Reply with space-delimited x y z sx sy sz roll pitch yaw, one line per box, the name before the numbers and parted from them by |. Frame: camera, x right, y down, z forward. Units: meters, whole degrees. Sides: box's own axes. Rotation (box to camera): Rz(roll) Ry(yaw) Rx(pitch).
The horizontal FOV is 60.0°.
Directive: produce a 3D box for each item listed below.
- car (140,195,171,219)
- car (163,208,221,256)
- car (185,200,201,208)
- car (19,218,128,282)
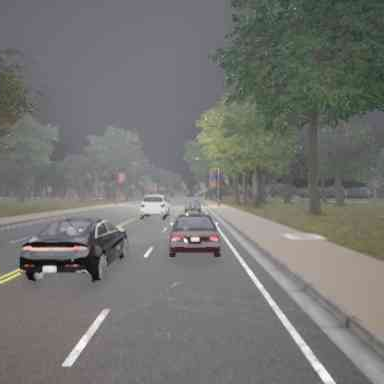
car | -3.153 1.261 29.211 2.150 2.045 5.566 0 0 0
car | 0.097 1.558 13.093 2.033 1.411 5.357 0 0 0
car | 0.095 1.616 37.759 2.033 1.411 5.357 0 0 0
car | -3.151 1.498 9.786 2.128 1.511 4.902 0 0 0
